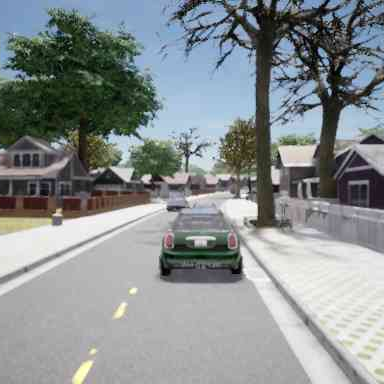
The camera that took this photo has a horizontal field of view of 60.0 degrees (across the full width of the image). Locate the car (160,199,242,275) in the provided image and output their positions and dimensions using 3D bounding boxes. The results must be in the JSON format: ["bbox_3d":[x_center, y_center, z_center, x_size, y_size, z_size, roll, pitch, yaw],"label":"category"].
[{"bbox_3d":[0.281,1.268,10.339,2.097,1.767,4.553,0,0,2],"label":"car"}]

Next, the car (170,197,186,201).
[{"bbox_3d":[-1.364,1.226,33.742,2.033,1.411,5.357,0,1,5],"label":"car"}]

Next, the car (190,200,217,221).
[{"bbox_3d":[0.992,1.364,25.900,1.895,1.301,4.718,0,1,4],"label":"car"}]
